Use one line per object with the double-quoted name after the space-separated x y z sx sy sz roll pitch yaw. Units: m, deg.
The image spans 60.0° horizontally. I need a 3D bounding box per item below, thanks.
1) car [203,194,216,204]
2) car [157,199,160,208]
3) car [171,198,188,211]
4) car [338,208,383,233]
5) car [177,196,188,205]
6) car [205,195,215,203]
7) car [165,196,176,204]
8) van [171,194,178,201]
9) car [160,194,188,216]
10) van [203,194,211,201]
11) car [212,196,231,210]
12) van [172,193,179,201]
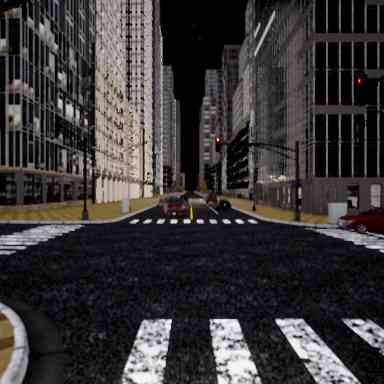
3.745 1.285 63.963 2.192 1.841 5.009 0 0 0 "car"
-4.056 1.572 47.343 1.802 1.307 4.206 0 0 0 "car"
-1.560 1.541 43.086 2.033 1.411 5.357 0 0 0 "car"
11.448 1.747 20.499 4.674 1.442 1.812 1 0 -3 "car"
-1.617 1.504 57.410 1.812 1.442 4.674 0 0 0 "car"
3.718 1.401 69.491 1.967 1.590 4.097 0 0 0 "car"
-4.136 1.535 63.925 1.947 1.339 4.313 0 0 0 "car"
-4.216 1.285 80.508 1.690 1.788 3.998 0 0 0 "van"
-1.541 1.355 31.851 2.097 1.767 4.553 0 0 1 "car"
3.664 1.285 80.546 1.690 1.788 3.998 0 0 0 "van"
3.901 1.560 41.855 1.947 1.339 4.313 0 0 0 "car"
-4.243 1.277 86.035 1.690 1.788 3.998 0 0 0 "van"
